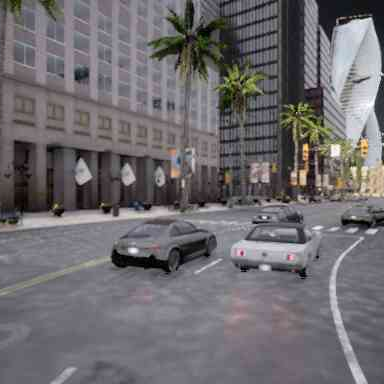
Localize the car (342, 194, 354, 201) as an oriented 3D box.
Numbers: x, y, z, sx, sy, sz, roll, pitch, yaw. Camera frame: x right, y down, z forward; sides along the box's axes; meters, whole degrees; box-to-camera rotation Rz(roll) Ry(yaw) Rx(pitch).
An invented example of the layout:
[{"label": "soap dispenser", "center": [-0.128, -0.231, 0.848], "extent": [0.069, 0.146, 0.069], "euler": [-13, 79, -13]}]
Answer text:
[{"label": "car", "center": [40.365, 1.355, 86.018], "extent": [2.097, 1.767, 4.553], "euler": [0, 0, 33]}]

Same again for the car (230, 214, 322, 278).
[{"label": "car", "center": [2.841, 1.605, 10.298], "extent": [1.895, 1.301, 4.718], "euler": [0, 0, 27]}]

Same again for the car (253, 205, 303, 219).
[{"label": "car", "center": [5.682, 1.557, 21.685], "extent": [2.033, 1.411, 5.357], "euler": [0, 0, 34]}]

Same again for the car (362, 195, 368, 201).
[{"label": "car", "center": [43.276, 1.538, 84.076], "extent": [2.033, 1.411, 5.357], "euler": [0, 0, 33]}]

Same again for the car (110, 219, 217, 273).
[{"label": "car", "center": [-0.727, 1.568, 10.874], "extent": [1.994, 1.385, 4.181], "euler": [0, 0, 26]}]

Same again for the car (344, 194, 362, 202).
[{"label": "car", "center": [34.151, 1.582, 70.464], "extent": [1.994, 1.385, 4.181], "euler": [0, 0, 34]}]

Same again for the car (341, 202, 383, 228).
[{"label": "car", "center": [11.878, 1.573, 22.398], "extent": [4.181, 1.385, 1.994], "euler": [0, 0, -38]}]

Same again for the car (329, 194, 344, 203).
[{"label": "car", "center": [31.221, 1.570, 72.379], "extent": [2.033, 1.411, 5.357], "euler": [0, 0, 34]}]

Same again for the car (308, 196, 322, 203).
[{"label": "car", "center": [26.158, 1.542, 70.562], "extent": [2.161, 1.482, 4.786], "euler": [0, 0, 33]}]
